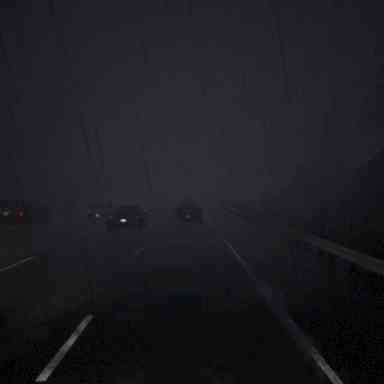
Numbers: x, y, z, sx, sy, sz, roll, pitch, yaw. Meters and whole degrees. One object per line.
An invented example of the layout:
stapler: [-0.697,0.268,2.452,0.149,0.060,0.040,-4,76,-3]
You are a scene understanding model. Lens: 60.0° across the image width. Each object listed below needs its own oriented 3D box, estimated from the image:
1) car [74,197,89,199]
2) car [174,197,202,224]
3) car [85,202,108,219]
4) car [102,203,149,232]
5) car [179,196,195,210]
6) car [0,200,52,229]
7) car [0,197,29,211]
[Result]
car: [-25.824,1.321,79.071,1.994,1.385,4.181,0,0,-1]
car: [-0.285,1.400,23.841,1.882,1.535,5.008,0,1,-1]
car: [-7.353,1.517,27.940,1.895,1.301,4.718,0,0,-1]
car: [-3.719,1.503,19.846,1.994,1.385,4.181,0,0,-1]
car: [-0.587,1.342,41.725,1.882,1.535,5.008,0,0,-1]
car: [-10.745,1.293,21.355,2.097,1.767,4.553,0,0,-1]
car: [-21.747,1.384,39.831,2.128,1.511,4.902,0,0,-1]
